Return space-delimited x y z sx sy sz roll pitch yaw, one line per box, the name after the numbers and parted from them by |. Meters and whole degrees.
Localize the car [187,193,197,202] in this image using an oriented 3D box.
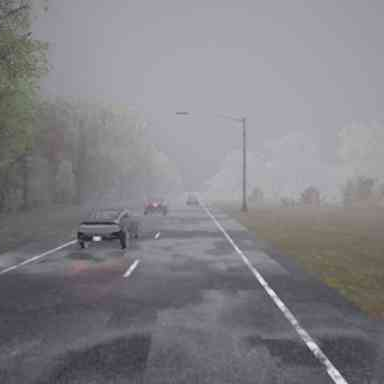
0.004 1.160 72.936 2.097 1.767 4.553 0 0 0 | car

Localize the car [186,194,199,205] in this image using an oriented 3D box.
0.100 1.416 54.665 1.994 1.385 4.181 0 0 0 | car

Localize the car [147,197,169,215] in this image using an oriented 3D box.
-3.400 1.261 32.976 2.097 1.767 4.553 0 0 0 | car

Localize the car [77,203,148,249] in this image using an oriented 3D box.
-3.402 1.452 14.338 2.128 1.511 4.902 0 0 0 | car
